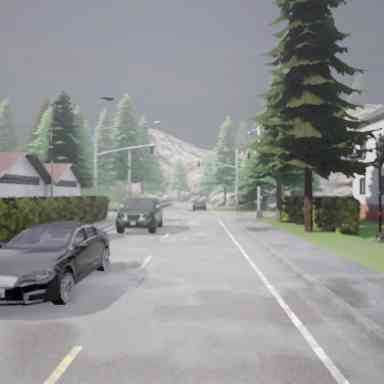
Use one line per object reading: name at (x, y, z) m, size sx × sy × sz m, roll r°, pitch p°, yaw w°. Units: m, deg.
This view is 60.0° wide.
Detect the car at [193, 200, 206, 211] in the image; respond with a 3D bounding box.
car at (1.069, 1.830, 46.430) m, size 2.128 × 1.511 × 4.902 m, roll 0°, pitch 0°, yaw 2°

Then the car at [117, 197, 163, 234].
car at (-3.115, 1.372, 20.793) m, size 2.150 × 2.045 × 5.566 m, roll 0°, pitch 0°, yaw 2°

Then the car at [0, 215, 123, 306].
car at (-3.443, 1.553, 8.360) m, size 2.128 × 1.511 × 4.902 m, roll 0°, pitch 0°, yaw 1°
